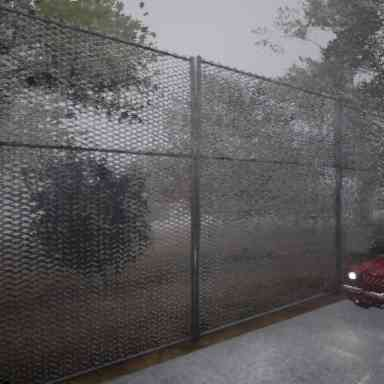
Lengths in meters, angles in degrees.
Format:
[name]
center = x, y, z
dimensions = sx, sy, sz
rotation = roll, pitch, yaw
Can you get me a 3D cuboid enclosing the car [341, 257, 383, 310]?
[car]
center = 5.069, 1.603, 6.680
dimensions = 4.718, 1.301, 1.895
rotation = 0, 0, -35
